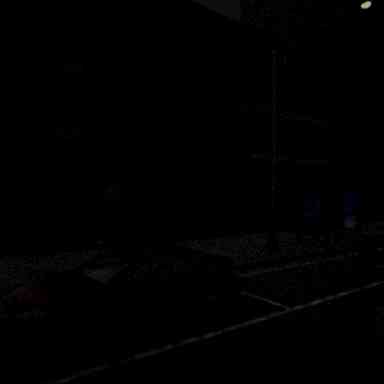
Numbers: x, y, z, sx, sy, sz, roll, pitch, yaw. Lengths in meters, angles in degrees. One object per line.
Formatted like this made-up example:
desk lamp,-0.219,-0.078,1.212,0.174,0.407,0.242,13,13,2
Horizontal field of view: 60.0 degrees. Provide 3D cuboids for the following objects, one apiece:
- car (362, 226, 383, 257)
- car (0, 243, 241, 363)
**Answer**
car,8.017,1.670,12.243,4.507,1.381,1.887,1,0,-35
car,-0.982,1.605,5.831,4.206,1.307,1.802,1,0,-35
